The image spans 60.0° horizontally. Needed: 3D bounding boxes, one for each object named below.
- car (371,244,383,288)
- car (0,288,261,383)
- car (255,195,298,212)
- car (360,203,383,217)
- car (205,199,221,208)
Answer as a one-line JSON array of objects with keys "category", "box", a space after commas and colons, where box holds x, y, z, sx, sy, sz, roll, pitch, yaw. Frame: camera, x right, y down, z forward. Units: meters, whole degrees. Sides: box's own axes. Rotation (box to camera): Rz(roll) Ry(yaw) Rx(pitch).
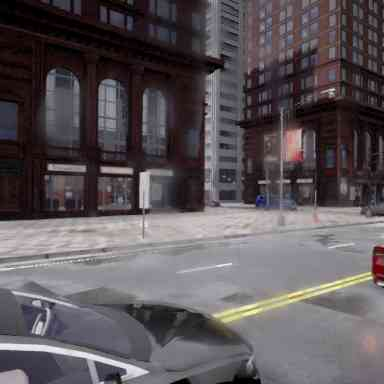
[{"category": "car", "box": [6.227, 1.488, 7.875, 5.008, 1.535, 1.882, 0, 0, -35]}, {"category": "car", "box": [-1.602, 1.492, 2.303, 4.902, 1.511, 2.128, 0, 0, -35]}, {"category": "car", "box": [10.362, 1.420, 41.316, 2.150, 2.045, 5.566, 1, -1, -35]}, {"category": "car", "box": [18.251, 1.679, 30.241, 2.033, 1.411, 5.357, 1, -1, -36]}, {"category": "car", "box": [2.661, 1.824, 52.152, 1.994, 1.385, 4.181, 1, -1, -35]}]
